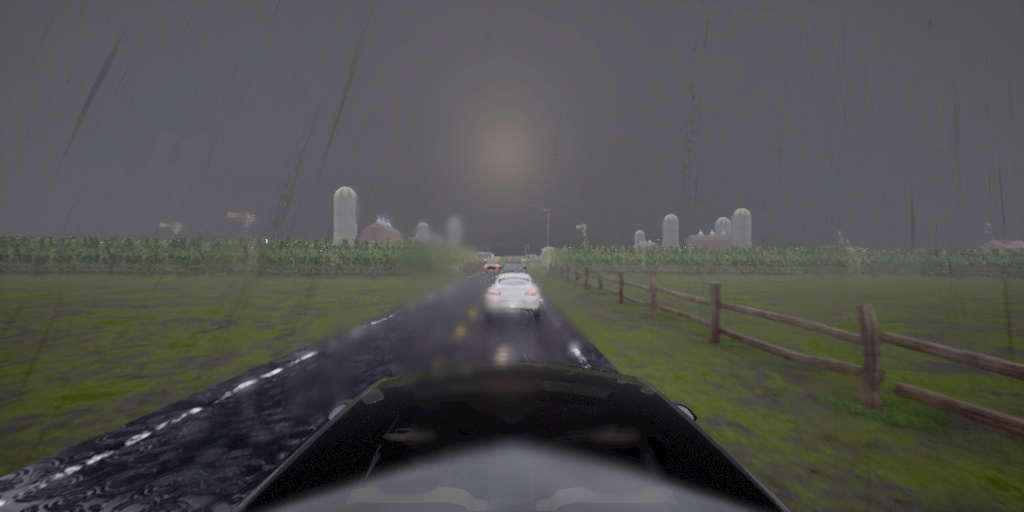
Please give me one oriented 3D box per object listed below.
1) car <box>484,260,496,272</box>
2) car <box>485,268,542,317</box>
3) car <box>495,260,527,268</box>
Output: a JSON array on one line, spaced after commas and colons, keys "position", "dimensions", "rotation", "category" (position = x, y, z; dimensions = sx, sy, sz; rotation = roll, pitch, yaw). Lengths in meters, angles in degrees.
[{"position": [-2.834, 1.368, 50.752], "dimensions": [2.097, 1.767, 4.553], "rotation": [0, 0, 0], "category": "car"}, {"position": [0.074, 1.329, 13.309], "dimensions": [1.812, 1.442, 4.674], "rotation": [0, 0, 0], "category": "car"}, {"position": [0.065, 1.228, 27.369], "dimensions": [2.097, 1.767, 4.553], "rotation": [0, 0, 0], "category": "car"}]
